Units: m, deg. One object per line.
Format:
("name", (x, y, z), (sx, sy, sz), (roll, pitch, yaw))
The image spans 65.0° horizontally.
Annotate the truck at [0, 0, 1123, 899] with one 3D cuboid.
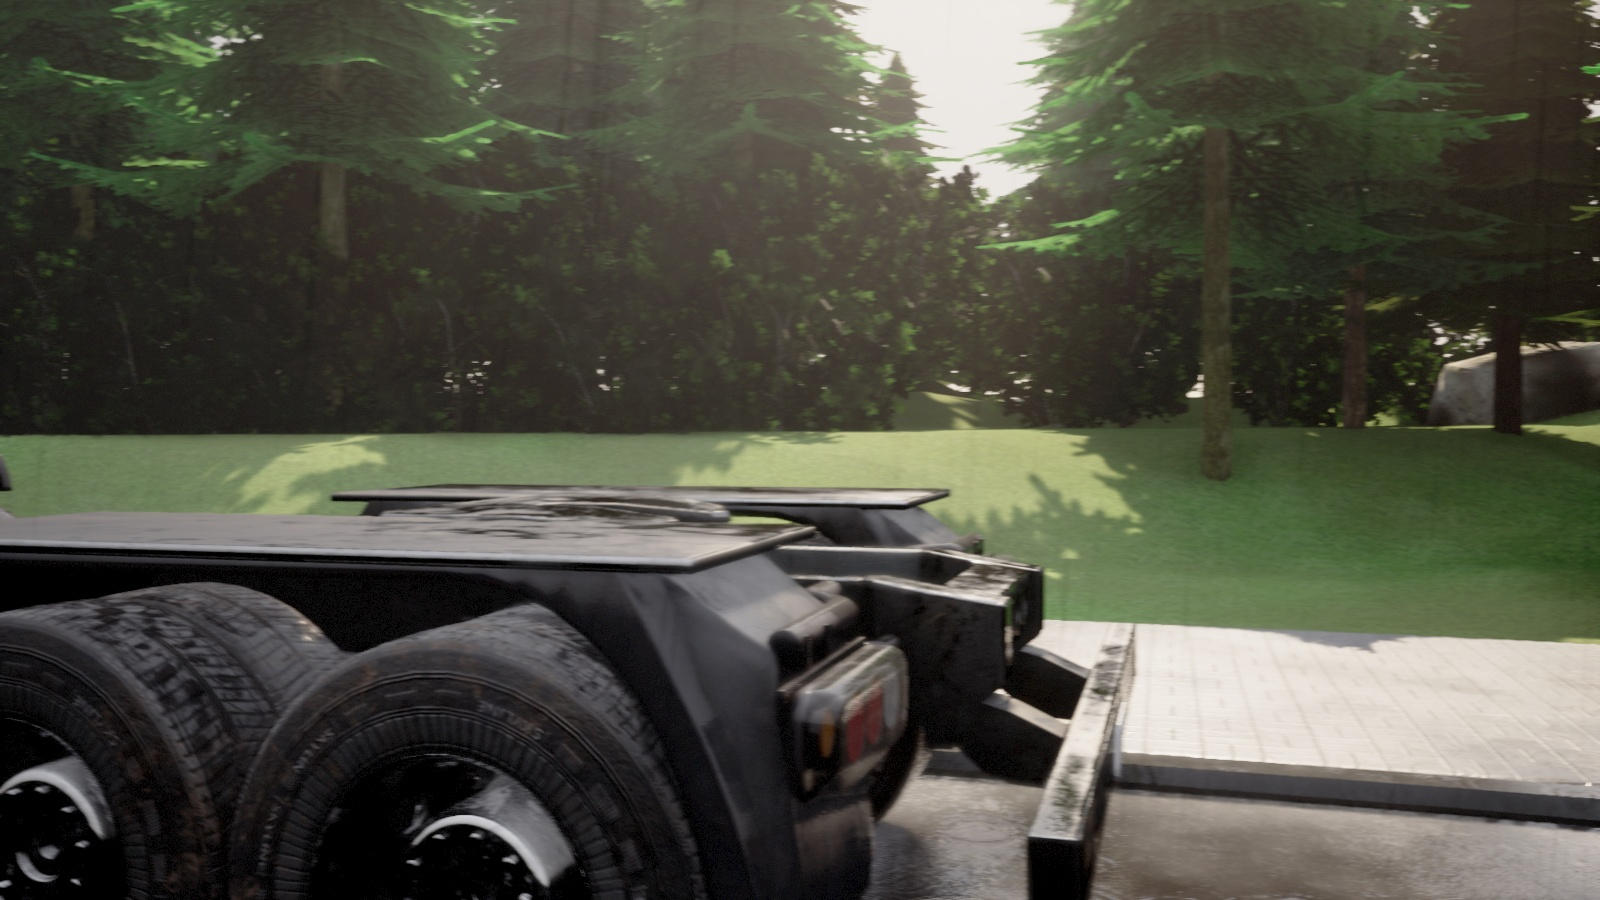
("truck", (-2.973, -0.252, 4.657), (7.936, 3.462, 2.891), (0, 1, 17))
